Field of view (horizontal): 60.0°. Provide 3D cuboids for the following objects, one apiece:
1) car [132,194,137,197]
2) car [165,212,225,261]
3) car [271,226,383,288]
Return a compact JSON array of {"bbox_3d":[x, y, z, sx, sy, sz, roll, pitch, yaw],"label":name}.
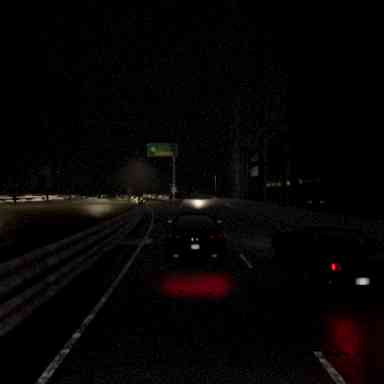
[{"bbox_3d":[-16.163,1.315,90.680,1.895,1.301,4.718,0,0,-16],"label":"car"},{"bbox_3d":[0.101,1.472,12.288,1.882,1.535,5.008,0,0,0],"label":"car"},{"bbox_3d":[3.599,1.596,9.218,1.895,1.301,4.718,0,0,0],"label":"car"}]
